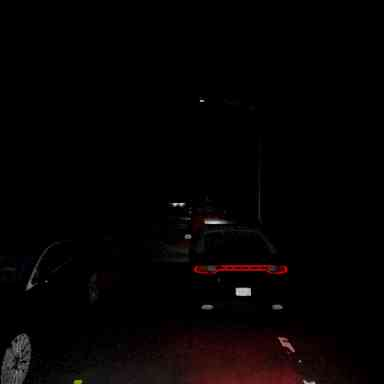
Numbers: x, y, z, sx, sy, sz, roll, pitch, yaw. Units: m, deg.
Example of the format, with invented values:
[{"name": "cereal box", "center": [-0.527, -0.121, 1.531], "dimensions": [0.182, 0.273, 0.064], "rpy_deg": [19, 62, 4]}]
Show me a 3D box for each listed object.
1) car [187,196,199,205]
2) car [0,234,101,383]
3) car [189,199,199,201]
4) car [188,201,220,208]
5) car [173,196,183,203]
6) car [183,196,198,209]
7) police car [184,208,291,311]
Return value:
[{"name": "car", "center": [0.141, 1.451, 58.938], "dimensions": [2.033, 1.411, 5.357], "rpy_deg": [0, 1, 0]}, {"name": "car", "center": [-2.838, 1.488, 5.181], "dimensions": [2.128, 1.511, 4.902], "rpy_deg": [0, 0, 0]}, {"name": "car", "center": [0.881, 1.490, 23.901], "dimensions": [1.837, 1.490, 4.892], "rpy_deg": [0, 0, 0]}, {"name": "car", "center": [0.867, 1.467, 17.900], "dimensions": [1.882, 1.535, 5.008], "rpy_deg": [0, 0, 0]}, {"name": "car", "center": [-2.597, 1.427, 63.517], "dimensions": [1.994, 1.385, 4.181], "rpy_deg": [0, 1, 0]}, {"name": "car", "center": [0.126, 1.444, 45.640], "dimensions": [1.882, 1.535, 5.008], "rpy_deg": [0, 0, 1]}, {"name": "police car", "center": [0.843, 1.420, 8.007], "dimensions": [1.930, 1.638, 5.238], "rpy_deg": [0, 0, 0]}]
